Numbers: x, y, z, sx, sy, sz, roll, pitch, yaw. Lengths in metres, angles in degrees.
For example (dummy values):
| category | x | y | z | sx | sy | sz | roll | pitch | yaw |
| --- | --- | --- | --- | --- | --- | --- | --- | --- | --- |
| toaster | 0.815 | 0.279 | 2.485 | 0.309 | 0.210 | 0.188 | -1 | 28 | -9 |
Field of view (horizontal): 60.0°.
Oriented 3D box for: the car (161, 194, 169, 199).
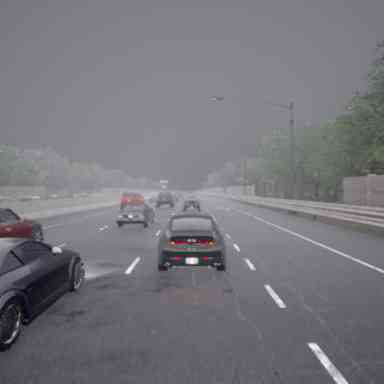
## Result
| category | x | y | z | sx | sy | sz | roll | pitch | yaw |
| --- | --- | --- | --- | --- | --- | --- | --- | --- | --- |
| car | -7.007 | 1.180 | 86.729 | 1.994 | 1.385 | 4.181 | 0 | 0 | 0 |

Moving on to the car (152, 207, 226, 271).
| category | x | y | z | sx | sy | sz | roll | pitch | yaw |
| --- | --- | --- | --- | --- | --- | --- | --- | --- | --- |
| car | -0.004 | 1.438 | 10.634 | 1.837 | 1.490 | 4.892 | 0 | 0 | 0 |

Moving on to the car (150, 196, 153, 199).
| category | x | y | z | sx | sy | sz | roll | pitch | yaw |
| --- | --- | --- | --- | --- | --- | --- | --- | --- | --- |
| car | -7.006 | 1.303 | 64.591 | 1.994 | 1.385 | 4.181 | 0 | 0 | 0 |

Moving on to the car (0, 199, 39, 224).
| category | x | y | z | sx | sy | sz | roll | pitch | yaw |
| --- | --- | --- | --- | --- | --- | --- | --- | --- | --- |
| car | -7.004 | 1.284 | 11.471 | 2.097 | 1.767 | 4.553 | 0 | 0 | 0 |

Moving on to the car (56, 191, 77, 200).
| category | x | y | z | sx | sy | sz | roll | pitch | yaw |
| --- | --- | --- | --- | --- | --- | --- | --- | --- | --- |
| car | -28.008 | 0.748 | 73.605 | 2.150 | 2.045 | 5.566 | 0 | 0 | 0 |

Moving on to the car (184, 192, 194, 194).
| category | x | y | z | sx | sy | sz | roll | pitch | yaw |
| --- | --- | --- | --- | --- | --- | --- | --- | --- | --- |
| car | -0.007 | 1.224 | 64.610 | 2.128 | 1.511 | 4.902 | 0 | 0 | 0 |

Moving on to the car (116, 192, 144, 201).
| category | x | y | z | sx | sy | sz | roll | pitch | yaw |
| --- | --- | --- | --- | --- | --- | --- | --- | --- | --- |
| car | -7.006 | 1.044 | 39.474 | 2.150 | 2.045 | 5.566 | 0 | 0 | 0 |

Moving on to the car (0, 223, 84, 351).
| category | x | y | z | sx | sy | sz | roll | pitch | yaw |
| --- | --- | --- | --- | --- | --- | --- | --- | --- | --- |
| car | -3.503 | 1.526 | 6.124 | 1.994 | 1.385 | 4.181 | 0 | 0 | 0 |

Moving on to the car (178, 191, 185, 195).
| category | x | y | z | sx | sy | sz | roll | pitch | yaw |
| --- | --- | --- | --- | --- | --- | --- | --- | --- | --- |
| car | -3.508 | 0.837 | 88.779 | 2.150 | 2.045 | 5.566 | 0 | 0 | 0 |

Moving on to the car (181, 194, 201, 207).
| category | x | y | z | sx | sy | sz | roll | pitch | yaw |
| --- | --- | --- | --- | --- | --- | --- | --- | --- | --- |
| car | -0.006 | 1.327 | 37.621 | 1.837 | 1.490 | 4.892 | 0 | 0 | 0 |

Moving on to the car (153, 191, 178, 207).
| category | x | y | z | sx | sy | sz | roll | pitch | yaw |
| --- | --- | --- | --- | --- | --- | --- | --- | --- | --- |
| car | -3.506 | 1.027 | 44.872 | 2.150 | 2.045 | 5.566 | 0 | 0 | 0 |

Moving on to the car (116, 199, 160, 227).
| category | x | y | z | sx | sy | sz | roll | pitch | yaw |
| --- | --- | --- | --- | --- | --- | --- | --- | --- | --- |
| car | -3.504 | 1.427 | 21.422 | 2.033 | 1.411 | 5.357 | 0 | 0 | 0 |

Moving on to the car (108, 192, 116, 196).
| category | x | y | z | sx | sy | sz | roll | pitch | yaw |
| --- | --- | --- | --- | --- | --- | --- | --- | --- | --- |
| car | -17.507 | 0.865 | 75.058 | 2.097 | 1.767 | 4.553 | 0 | 0 | 0 |

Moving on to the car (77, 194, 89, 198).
| category | x | y | z | sx | sy | sz | roll | pitch | yaw |
| --- | --- | --- | --- | --- | --- | --- | --- | --- | --- |
| car | -24.507 | 1.057 | 75.029 | 2.033 | 1.411 | 5.357 | 0 | 0 | 0 |

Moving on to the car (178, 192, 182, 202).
| category | x | y | z | sx | sy | sz | roll | pitch | yaw |
| --- | --- | --- | --- | --- | --- | --- | --- | --- | --- |
| car | -3.507 | 1.261 | 64.602 | 1.812 | 1.442 | 4.674 | 0 | 0 | 0 |

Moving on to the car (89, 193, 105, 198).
| category | x | y | z | sx | sy | sz | roll | pitch | yaw |
| --- | --- | --- | --- | --- | --- | --- | --- | --- | --- |
| car | -21.007 | 0.991 | 75.029 | 1.882 | 1.535 | 5.008 | 0 | 0 | 0 |
